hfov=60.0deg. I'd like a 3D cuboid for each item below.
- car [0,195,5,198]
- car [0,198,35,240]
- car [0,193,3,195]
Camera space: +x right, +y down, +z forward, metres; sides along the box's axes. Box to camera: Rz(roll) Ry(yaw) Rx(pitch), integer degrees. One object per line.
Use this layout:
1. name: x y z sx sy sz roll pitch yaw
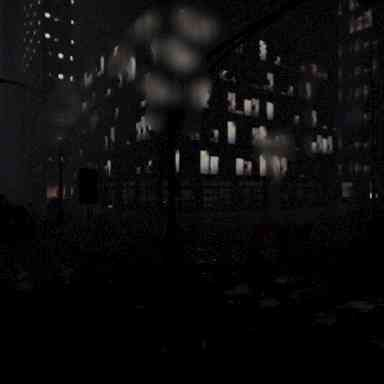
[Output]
1. car: -11.593 1.177 19.725 1.967 1.590 4.097 1 0 -34
2. car: -8.475 1.244 15.162 1.967 1.590 4.097 1 0 -34
3. car: -14.710 0.986 24.288 2.192 1.841 5.009 1 0 -34
